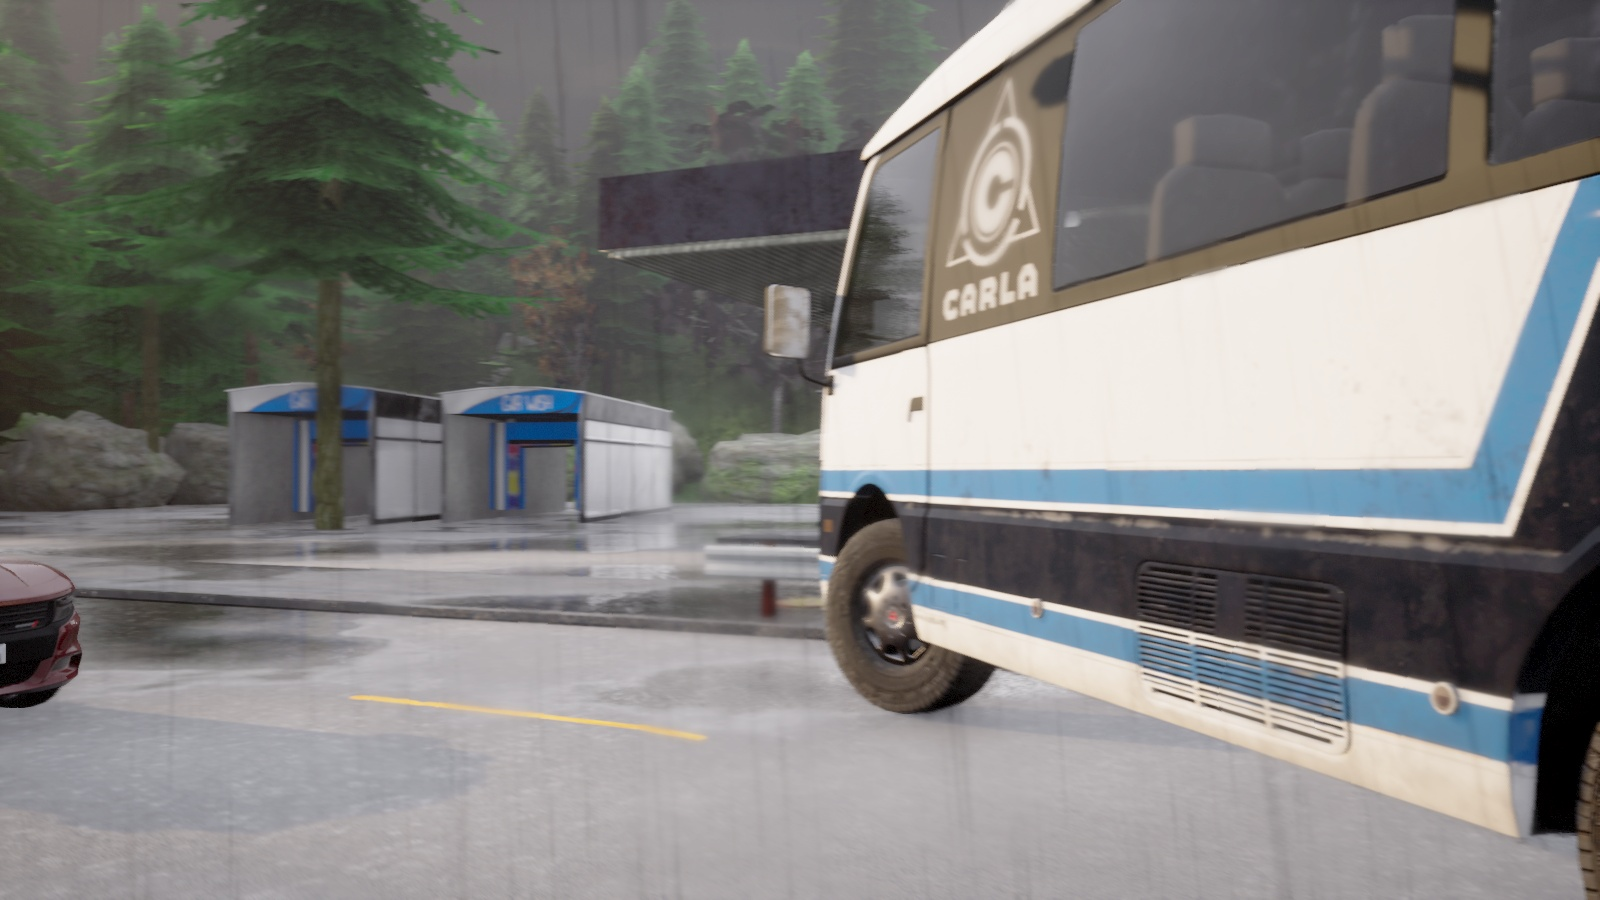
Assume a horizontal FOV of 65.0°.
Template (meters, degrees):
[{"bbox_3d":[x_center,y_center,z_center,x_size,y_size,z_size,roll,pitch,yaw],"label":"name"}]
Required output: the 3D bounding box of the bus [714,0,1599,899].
[{"bbox_3d":[2.749,-0.490,5.820,3.944,4.253,10.273,1,-1,-18],"label":"bus"}]

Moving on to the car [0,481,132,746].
[{"bbox_3d":[-7.011,0.999,8.280,5.008,1.535,1.882,-1,-1,23],"label":"car"}]
